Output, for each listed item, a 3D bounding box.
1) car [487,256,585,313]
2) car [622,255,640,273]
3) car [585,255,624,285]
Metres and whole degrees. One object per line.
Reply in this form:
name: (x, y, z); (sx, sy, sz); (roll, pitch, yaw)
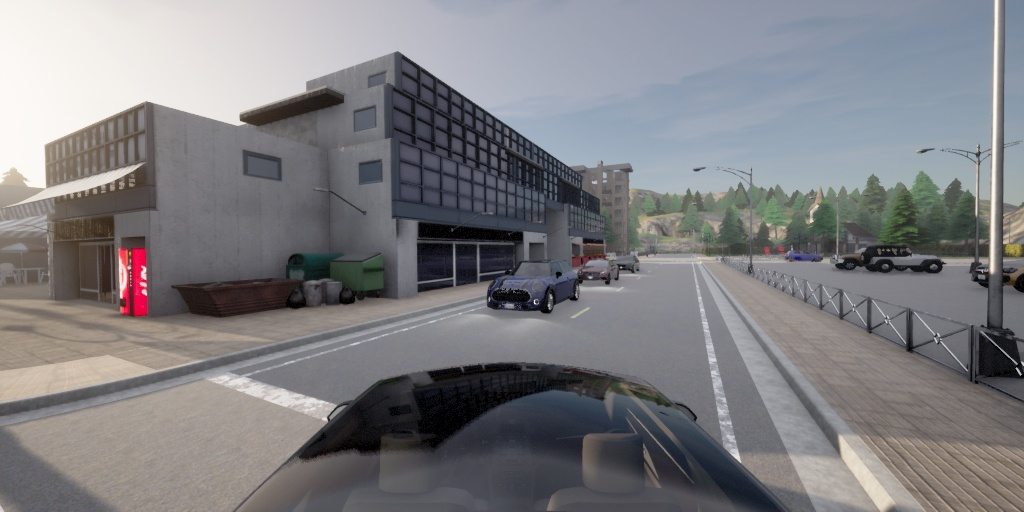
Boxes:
car: (0.916, 0.910, 13.060); (2.097, 1.767, 4.553); (0, 1, 26)
car: (9.968, 0.642, 31.299); (1.837, 1.490, 4.892); (0, 1, 27)
car: (5.400, 0.875, 22.112); (1.812, 1.442, 4.674); (0, 1, 26)
